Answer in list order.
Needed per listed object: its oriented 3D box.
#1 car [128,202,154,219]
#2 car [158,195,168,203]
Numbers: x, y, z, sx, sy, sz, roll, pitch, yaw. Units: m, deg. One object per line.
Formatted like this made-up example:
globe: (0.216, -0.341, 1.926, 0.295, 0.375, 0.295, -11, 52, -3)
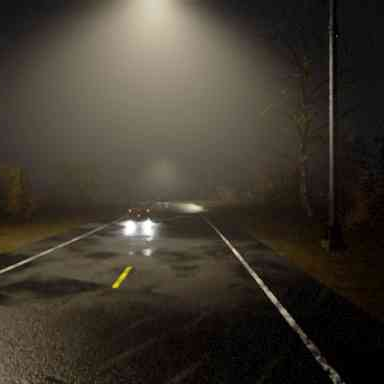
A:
car: (-4.312, 1.562, 28.611, 1.895, 1.301, 4.718, 0, 0, -3)
car: (-6.183, 1.450, 70.531, 1.837, 1.490, 4.892, 0, -1, -9)
